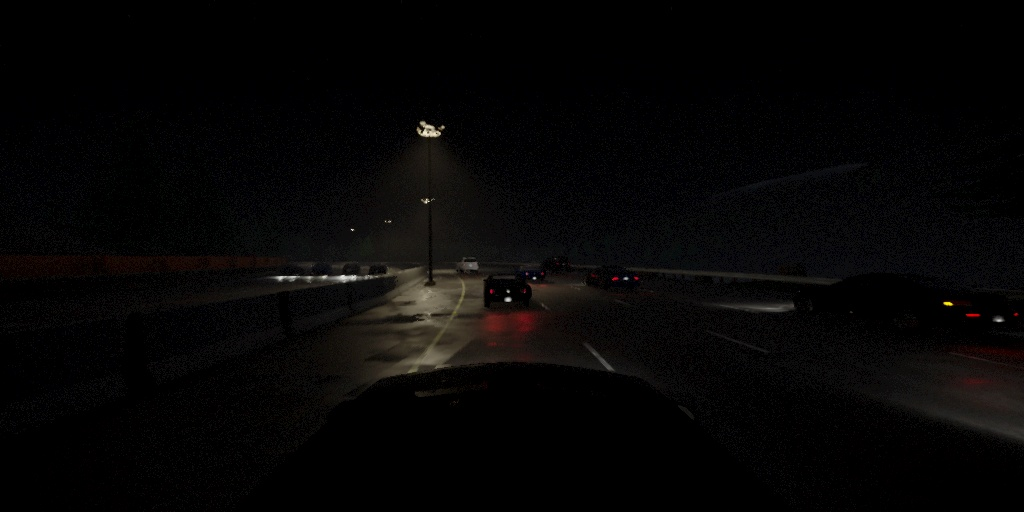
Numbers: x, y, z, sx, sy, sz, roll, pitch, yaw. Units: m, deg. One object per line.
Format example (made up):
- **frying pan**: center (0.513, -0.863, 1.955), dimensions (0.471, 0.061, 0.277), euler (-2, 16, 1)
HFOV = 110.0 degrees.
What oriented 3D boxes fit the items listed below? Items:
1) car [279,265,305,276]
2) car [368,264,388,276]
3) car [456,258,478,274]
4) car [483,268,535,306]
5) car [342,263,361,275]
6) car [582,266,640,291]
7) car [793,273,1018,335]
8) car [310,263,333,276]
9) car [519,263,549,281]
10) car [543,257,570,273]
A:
- **car**: center (-27.697, 1.787, 45.219), dimensions (1.994, 1.385, 4.181), euler (-1, 0, -17)
- **car**: center (-16.520, 1.666, 44.357), dimensions (1.994, 1.385, 4.181), euler (-1, 0, -15)
- **car**: center (-5.939, 1.225, 47.139), dimensions (2.150, 2.045, 5.566), euler (0, 0, -17)
- **car**: center (-0.352, 1.415, 16.199), dimensions (1.895, 1.301, 4.718), euler (-1, 0, -5)
- **car**: center (-20.786, 1.648, 46.597), dimensions (2.128, 1.511, 4.902), euler (-1, 0, -16)
- **car**: center (6.044, 1.321, 22.446), dimensions (2.033, 1.411, 5.357), euler (-1, 0, -7)
- **car**: center (10.481, 1.200, 10.132), dimensions (1.812, 1.442, 4.674), euler (0, 0, -4)
- **car**: center (-24.135, 1.666, 45.573), dimensions (1.882, 1.535, 5.008), euler (0, 0, -17)
- **car**: center (1.386, 1.456, 30.342), dimensions (1.895, 1.301, 4.718), euler (-1, 0, -10)
- **car**: center (5.426, 1.097, 45.133), dimensions (2.150, 2.045, 5.566), euler (0, 0, -15)
